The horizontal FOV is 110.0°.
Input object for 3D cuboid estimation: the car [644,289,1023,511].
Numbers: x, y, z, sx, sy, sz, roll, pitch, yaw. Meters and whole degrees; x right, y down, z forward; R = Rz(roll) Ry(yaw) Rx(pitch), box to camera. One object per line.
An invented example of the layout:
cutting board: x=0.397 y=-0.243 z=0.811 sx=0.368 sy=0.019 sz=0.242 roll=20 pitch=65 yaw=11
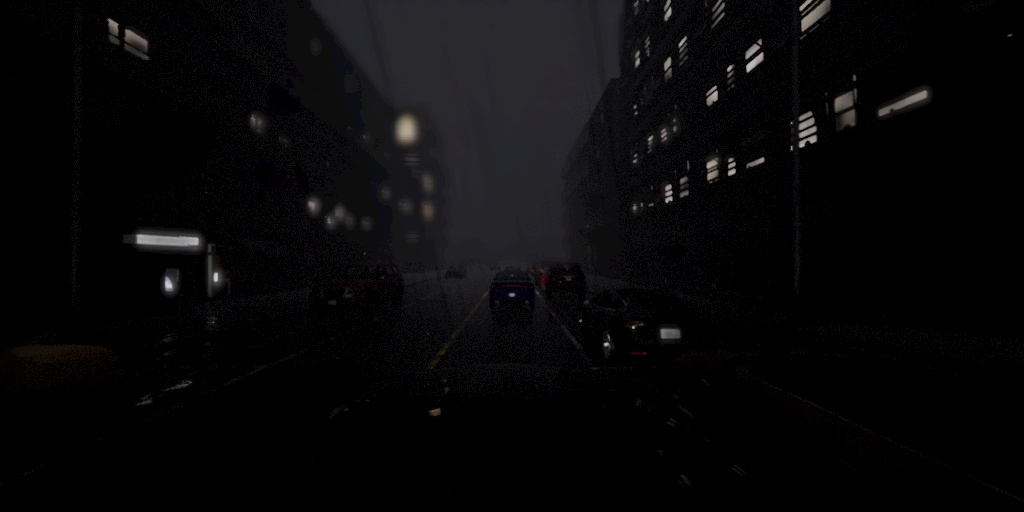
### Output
car: x=2.691 y=1.197 z=2.501 sx=1.967 sy=1.591 sz=4.097 roll=0 pitch=0 yaw=0

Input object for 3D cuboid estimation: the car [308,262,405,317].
car: x=-5.684 y=1.177 z=13.835 sx=2.192 sy=1.841 sz=5.009 roll=0 pitch=0 yaw=0

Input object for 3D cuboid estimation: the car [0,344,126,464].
car: x=-5.690 y=1.282 z=2.335 sx=1.751 sy=1.417 sz=4.829 roll=0 pitch=0 yaw=0

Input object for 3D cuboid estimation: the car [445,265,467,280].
car: x=-5.675 y=1.625 z=36.491 sx=1.888 sy=1.381 sz=4.507 roll=0 pitch=0 yaw=0

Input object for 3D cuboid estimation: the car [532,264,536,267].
car: x=2.700 y=1.283 z=25.160 sx=2.192 sy=1.841 sz=5.009 roll=0 pitch=0 yaw=0

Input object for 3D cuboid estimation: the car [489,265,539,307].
car: x=0.011 y=1.363 z=16.316 sx=1.882 sy=1.535 sz=5.008 roll=0 pitch=0 yaw=0

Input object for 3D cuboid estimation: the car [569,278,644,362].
car: x=2.693 y=1.375 z=8.166 sx=1.948 sy=1.339 sz=4.313 roll=0 pitch=0 yaw=0

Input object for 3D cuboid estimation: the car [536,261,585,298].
car: x=2.698 y=1.230 z=19.495 sx=2.192 sy=1.841 sz=5.009 roll=0 pitch=0 yaw=0

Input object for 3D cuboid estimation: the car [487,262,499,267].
car: x=-2.973 y=1.921 z=64.598 sx=2.033 sy=1.411 sz=5.357 roll=0 pitch=-1 yaw=0
